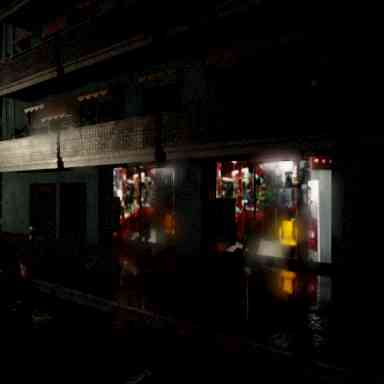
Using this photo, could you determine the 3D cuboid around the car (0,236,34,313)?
[{"bbox_3d":[-4.899,1.440,6.395,4.097,1.590,1.967,0,0,36],"label":"car"}]
